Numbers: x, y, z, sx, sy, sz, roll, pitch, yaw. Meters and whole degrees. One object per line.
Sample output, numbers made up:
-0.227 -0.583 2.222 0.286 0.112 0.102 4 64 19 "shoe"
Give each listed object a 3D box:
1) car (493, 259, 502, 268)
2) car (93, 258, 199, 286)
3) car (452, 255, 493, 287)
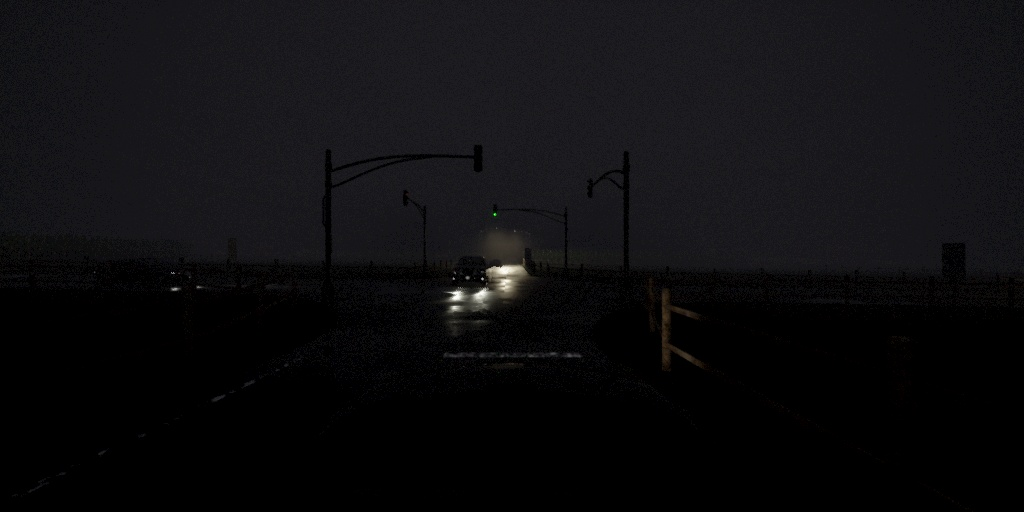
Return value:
-2.679 1.243 59.673 1.882 1.535 5.008 0 0 0 "car"
-20.672 0.871 20.384 4.902 1.511 2.128 1 0 0 "car"
-2.764 0.991 25.078 2.150 2.045 5.566 1 0 0 "car"
